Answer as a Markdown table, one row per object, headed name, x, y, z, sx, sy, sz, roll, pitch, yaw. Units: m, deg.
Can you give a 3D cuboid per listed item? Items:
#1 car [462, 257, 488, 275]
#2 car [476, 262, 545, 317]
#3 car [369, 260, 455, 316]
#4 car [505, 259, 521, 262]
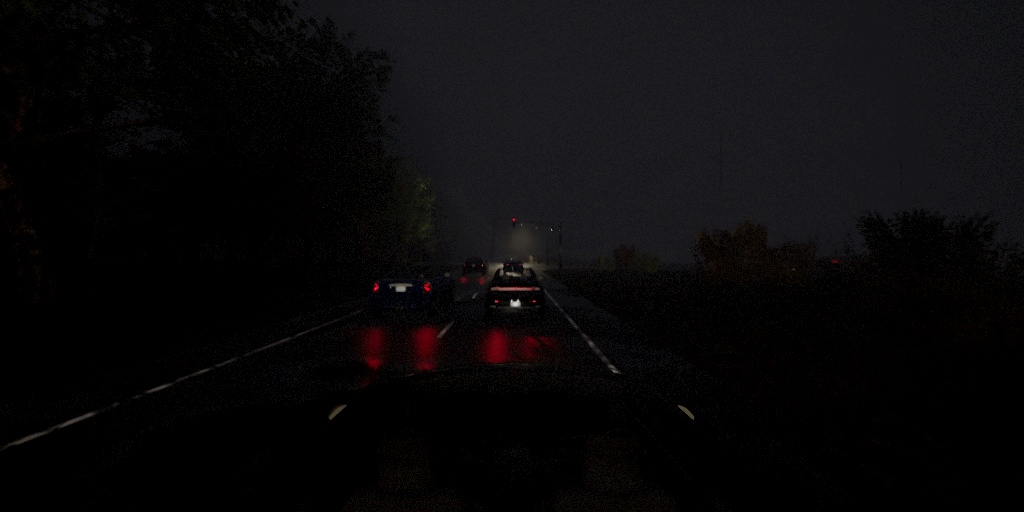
| name | x | y | z | sx | sy | sz | roll | pitch | yaw |
| --- | --- | --- | --- | --- | --- | --- | --- | --- | --- |
| car | -3.392 | 0.831 | 33.779 | 2.097 | 1.767 | 4.553 | 0 | 1 | 0 |
| car | 0.103 | 1.150 | 12.742 | 2.128 | 1.511 | 4.902 | 0 | 1 | 0 |
| car | -3.395 | 1.007 | 13.052 | 2.097 | 1.767 | 4.553 | 0 | 1 | 0 |
| car | 0.111 | 0.971 | 33.127 | 2.128 | 1.511 | 4.902 | 0 | 0 | 0 |
